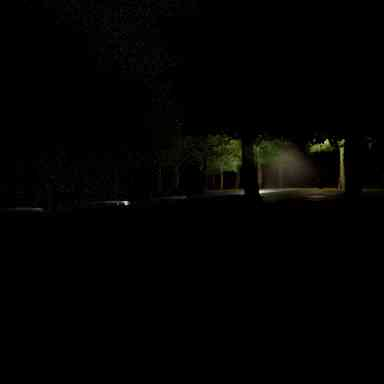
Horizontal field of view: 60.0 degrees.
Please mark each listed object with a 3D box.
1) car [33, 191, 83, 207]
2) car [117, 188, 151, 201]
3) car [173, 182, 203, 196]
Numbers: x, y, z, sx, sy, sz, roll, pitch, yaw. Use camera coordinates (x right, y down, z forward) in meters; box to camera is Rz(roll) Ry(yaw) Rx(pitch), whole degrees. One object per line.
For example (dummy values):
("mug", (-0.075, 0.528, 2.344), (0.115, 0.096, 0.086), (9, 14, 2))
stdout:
("car", (-13.513, 0.666, 33.731), (1.837, 1.490, 4.892), (-1, 2, 38))
("car", (-7.233, 0.282, 41.878), (1.812, 1.442, 4.674), (-1, 2, 37))
("car", (-0.501, -0.441, 50.610), (2.150, 2.045, 5.566), (-1, 2, 38))
